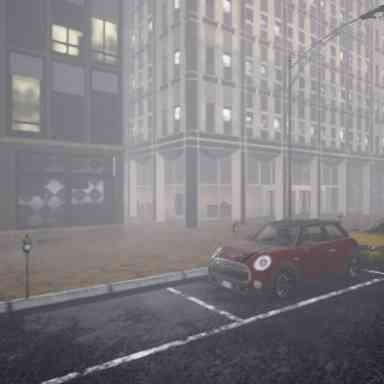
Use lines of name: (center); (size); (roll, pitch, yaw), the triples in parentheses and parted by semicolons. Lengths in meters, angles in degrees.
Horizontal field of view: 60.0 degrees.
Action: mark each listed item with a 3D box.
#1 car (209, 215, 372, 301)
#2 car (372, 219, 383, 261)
car: (2.362, 1.438, 8.249); (4.097, 1.590, 1.967); (0, 0, -36)
car: (6.742, 1.521, 11.374); (4.829, 1.417, 1.752); (0, 0, -36)
